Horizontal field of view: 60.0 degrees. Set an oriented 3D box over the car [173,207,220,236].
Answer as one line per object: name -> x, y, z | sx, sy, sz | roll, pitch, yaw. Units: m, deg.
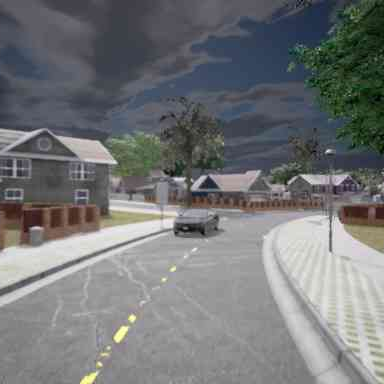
car -> 0.374, 1.696, 20.128 | 1.882, 1.535, 5.008 | 0, -1, 17
